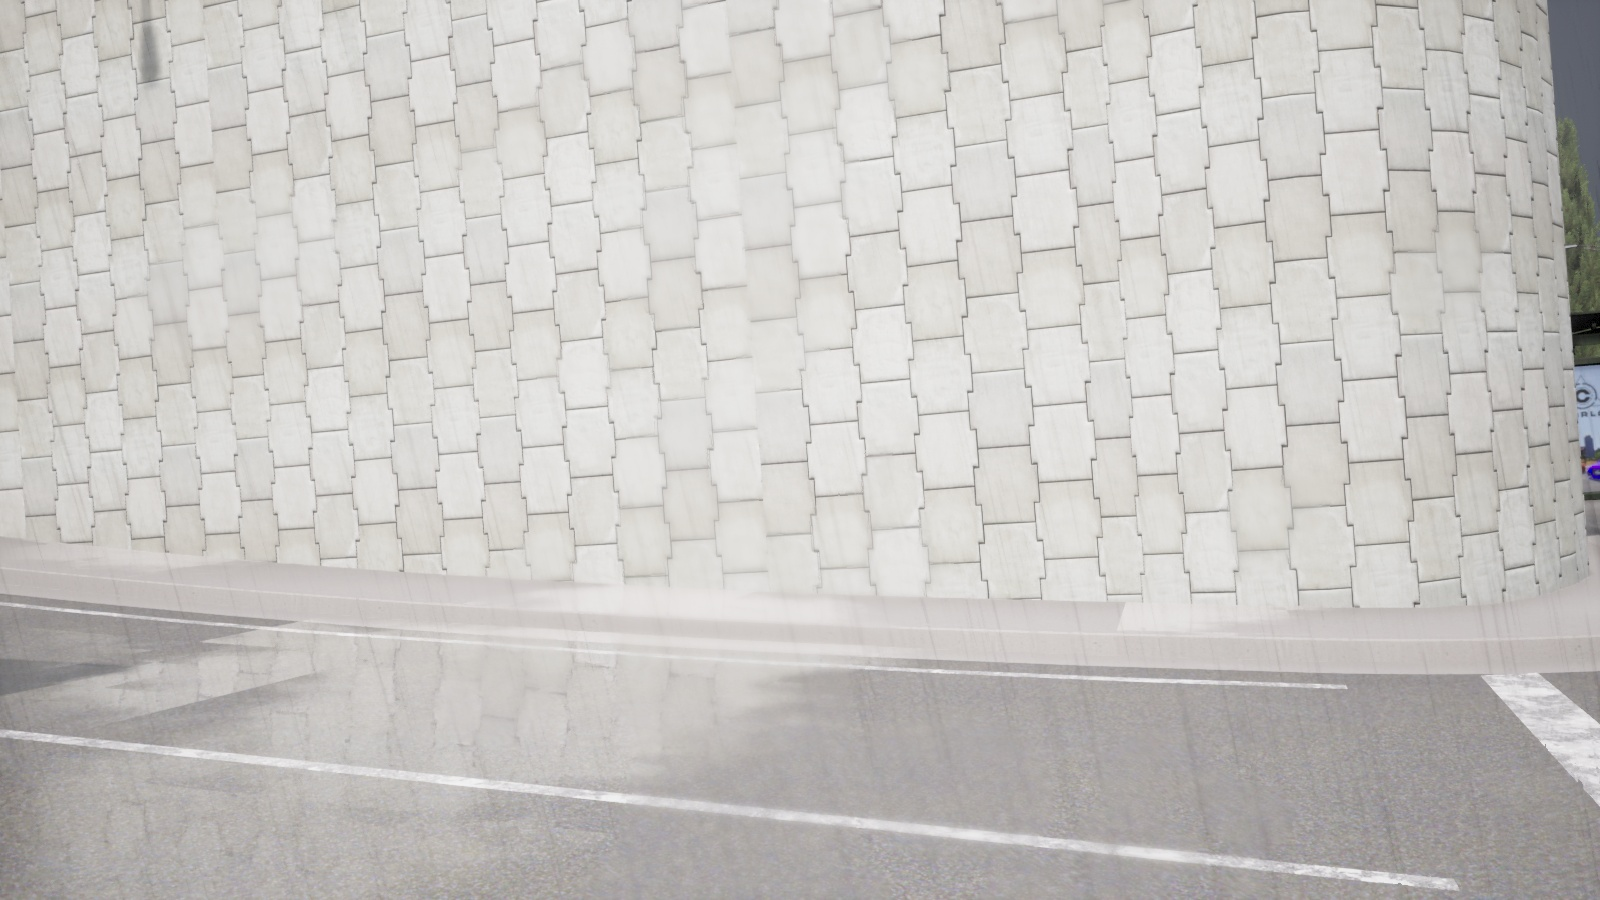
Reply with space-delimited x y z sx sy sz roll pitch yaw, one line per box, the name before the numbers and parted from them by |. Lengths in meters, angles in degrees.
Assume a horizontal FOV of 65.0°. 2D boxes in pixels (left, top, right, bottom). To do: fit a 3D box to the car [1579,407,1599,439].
car | 44.066 -1.517 67.831 2.242 1.667 4.611 -4 0 18
